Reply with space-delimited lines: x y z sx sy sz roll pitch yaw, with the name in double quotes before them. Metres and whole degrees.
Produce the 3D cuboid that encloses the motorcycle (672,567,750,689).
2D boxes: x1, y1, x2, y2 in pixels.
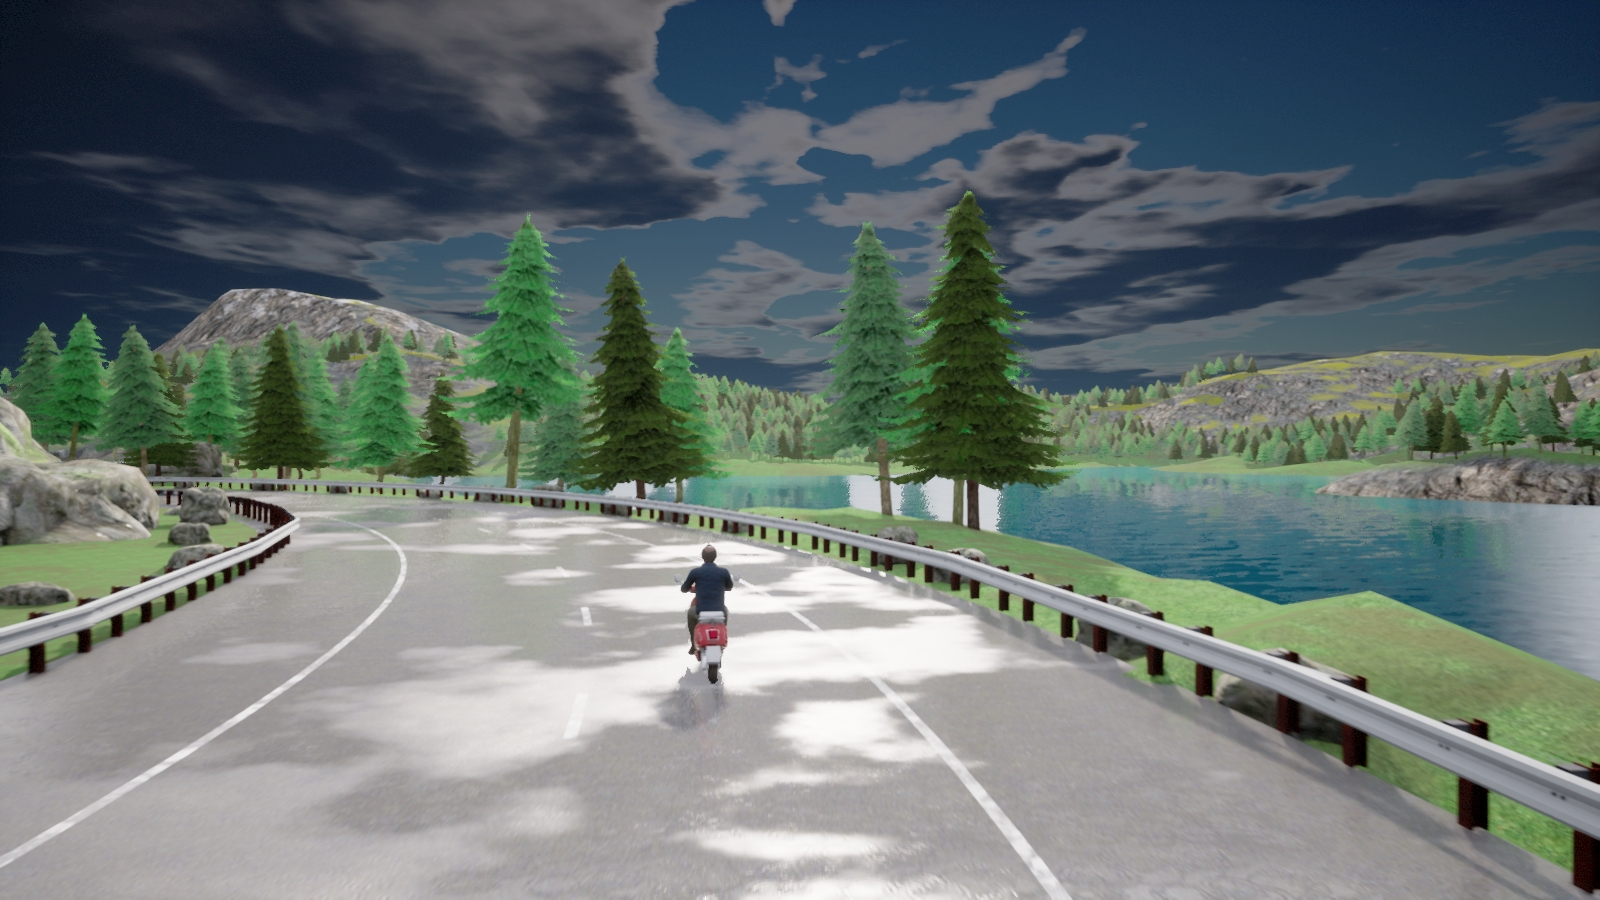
"motorcycle" -1.144 2.182 14.320 0.856 1.236 1.805 0 0 -9
